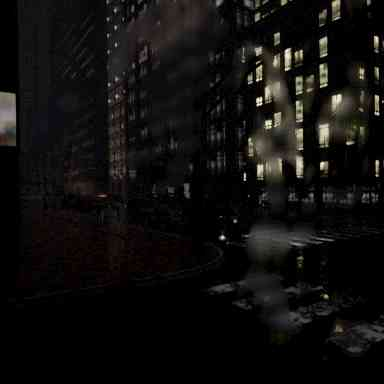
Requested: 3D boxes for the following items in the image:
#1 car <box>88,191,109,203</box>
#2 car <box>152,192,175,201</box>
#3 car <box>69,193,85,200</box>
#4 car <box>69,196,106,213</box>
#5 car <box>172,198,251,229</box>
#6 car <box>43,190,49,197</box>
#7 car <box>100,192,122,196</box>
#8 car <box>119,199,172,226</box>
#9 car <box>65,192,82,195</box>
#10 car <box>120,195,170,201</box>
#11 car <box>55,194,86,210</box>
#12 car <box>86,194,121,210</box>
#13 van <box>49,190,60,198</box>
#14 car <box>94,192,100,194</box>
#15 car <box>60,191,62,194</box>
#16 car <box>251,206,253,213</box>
[{"bbox_3d":[-15.992,0.795,56.750,2.097,1.767,4.553,-1,1,-35],"label":"car"},{"bbox_3d":[-3.688,0.963,38.177,2.192,1.841,5.009,-1,1,-35],"label":"car"},{"bbox_3d":[-22.903,0.889,66.045,1.887,1.381,4.507,-1,1,-35],"label":"car"},{"bbox_3d":[-10.562,1.354,33.390,1.947,1.339,4.313,-1,1,-35],"label":"car"},{"bbox_3d":[1.085,1.382,21.034,2.128,1.511,4.902,-1,1,-34],"label":"car"},{"bbox_3d":[-35.712,0.688,84.621,2.008,1.369,4.403,-1,1,-35],"label":"car"},{"bbox_3d":[-12.007,1.009,51.033,1.837,1.490,4.892,-1,1,-35],"label":"car"},{"bbox_3d":[-2.930,1.455,22.371,2.008,1.369,4.403,-1,1,-35],"label":"car"},{"bbox_3d":[-15.912,1.132,45.782,1.837,1.490,4.892,-1,1,-34],"label":"car"},{"bbox_3d":[-4.185,1.315,28.689,1.837,1.490,4.892,-1,1,-35],"label":"car"},{"bbox_3d":[-13.766,1.289,38.034,2.008,1.369,4.403,-1,1,-35],"label":"car"},{"bbox_3d":[-10.035,1.246,37.189,1.812,1.442,4.674,-1,1,-35],"label":"car"},{"bbox_3d":[-32.510,0.531,79.974,1.690,1.788,3.998,-1,1,-35],"label":"van"},{"bbox_3d":[-16.187,1.076,51.743,2.033,1.411,5.357,-1,1,-34],"label":"car"},{"bbox_3d":[-21.731,0.946,59.756,1.837,1.490,4.892,-1,1,-34],"label":"car"},{"bbox_3d":[3.064,1.278,28.322,1.752,1.417,4.829,-1,1,-35],"label":"car"}]
